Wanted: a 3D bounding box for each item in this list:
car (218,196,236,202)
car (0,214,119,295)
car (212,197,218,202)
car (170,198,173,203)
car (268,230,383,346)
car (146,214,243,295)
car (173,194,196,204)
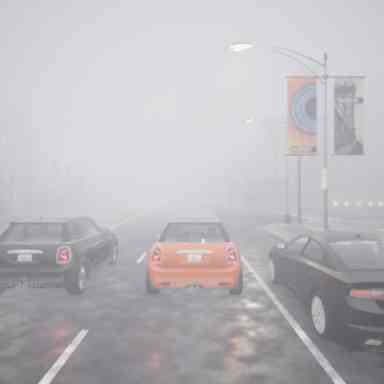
[{"bbox_3d":[9.391,1.879,85.279,4.181,1.385,1.994,0,0,-40],"label":"car"},{"bbox_3d":[-3.437,1.387,9.000,2.097,1.767,4.553,0,0,0],"label":"car"},{"bbox_3d":[7.659,1.879,88.362,5.357,1.411,2.033,0,0,-40],"label":"car"},{"bbox_3d":[-3.195,1.648,76.371,2.097,1.767,4.553,0,0,30],"label":"car"},{"bbox_3d":[2.901,1.506,6.647,2.097,1.535,5.008,0,0,0],"label":"car"},{"bbox_3d":[0.064,1.387,8.997,2.097,1.767,4.553,0,0,0],"label":"car"},{"bbox_3d":[-1.215,1.505,72.890,2.150,2.045,5.566,0,0,30],"label":"car"}]
